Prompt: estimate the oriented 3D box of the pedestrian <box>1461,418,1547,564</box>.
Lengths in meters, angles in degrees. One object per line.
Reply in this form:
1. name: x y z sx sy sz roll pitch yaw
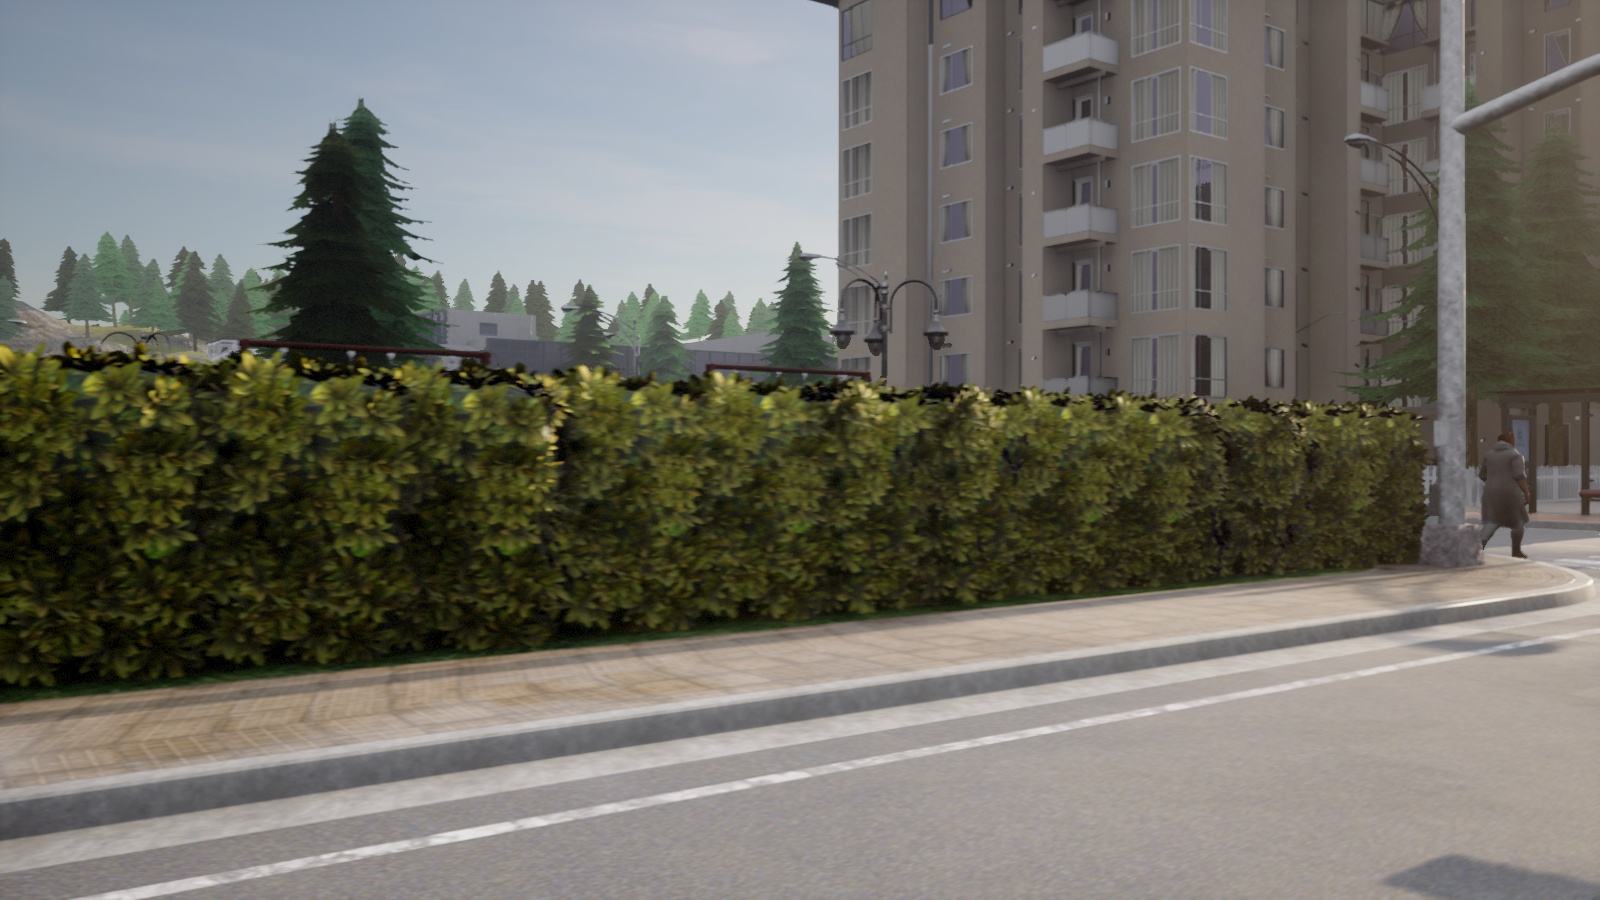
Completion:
1. pedestrian: 9.691 0.547 17.283 0.873 1.952 0.659 0 0 -28
